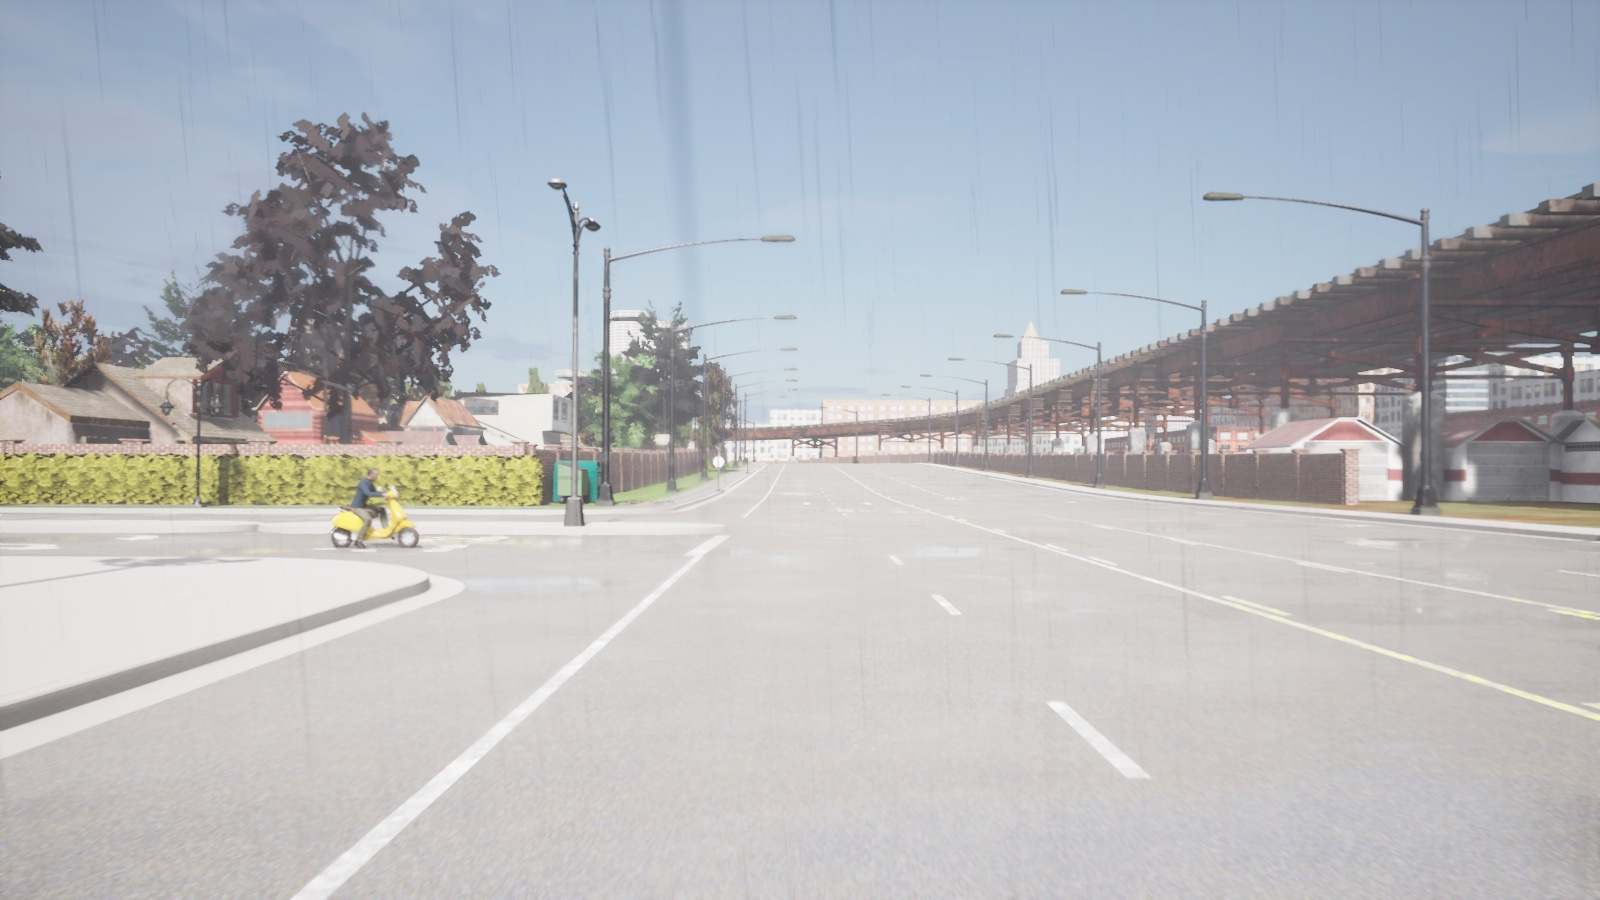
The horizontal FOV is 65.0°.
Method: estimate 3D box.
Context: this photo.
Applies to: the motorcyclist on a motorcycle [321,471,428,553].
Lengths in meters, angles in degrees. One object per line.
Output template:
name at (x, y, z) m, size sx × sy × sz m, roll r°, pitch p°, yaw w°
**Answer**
motorcyclist on a motorcycle at (-8.406, 1.218, 24.845) m, size 1.817 × 1.590 × 0.866 m, roll 0°, pitch -1°, yaw 0°
